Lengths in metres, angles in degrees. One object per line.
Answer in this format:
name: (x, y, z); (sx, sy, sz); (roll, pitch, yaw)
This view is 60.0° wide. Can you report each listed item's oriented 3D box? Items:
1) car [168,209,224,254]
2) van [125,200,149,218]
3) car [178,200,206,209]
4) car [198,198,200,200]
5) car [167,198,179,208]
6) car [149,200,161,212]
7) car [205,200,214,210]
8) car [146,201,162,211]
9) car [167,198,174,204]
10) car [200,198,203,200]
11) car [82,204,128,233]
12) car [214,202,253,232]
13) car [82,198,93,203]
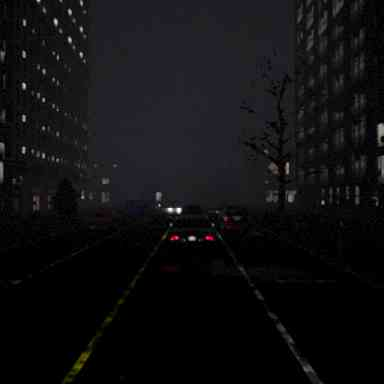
car: (0.002, 1.678, 13.992); (2.033, 1.411, 5.357); (0, 0, 0)
van: (-5.683, 1.646, 33.012); (1.690, 1.788, 3.998); (0, -1, 0)
car: (0.009, 1.751, 29.483); (1.882, 1.535, 5.008); (0, 0, 0)
car: (2.699, 2.374, 88.149); (1.947, 1.339, 4.313); (0, -1, 0)
car: (-2.998, 2.148, 59.634); (1.895, 1.301, 4.718); (0, -1, 0)
car: (-5.683, 1.848, 44.395); (1.967, 1.590, 4.097); (0, -1, 0)
car: (2.697, 1.908, 38.685); (2.008, 1.369, 4.403); (0, -1, 0)
car: (-5.683, 2.011, 50.086); (2.008, 1.369, 4.403); (0, -1, 0)
car: (-5.681, 2.390, 88.162); (1.802, 1.307, 4.206); (0, -1, 0)
car: (2.698, 2.063, 55.760); (2.008, 1.369, 4.403); (0, -1, 0)
car: (-5.685, 1.725, 21.456); (1.752, 1.417, 4.829); (0, -1, 0)
car: (2.696, 1.641, 21.611); (1.967, 1.590, 4.097); (0, -1, 0)
car: (-25.446, 2.143, 76.554); (4.829, 1.417, 1.752); (0, -1, 1)
